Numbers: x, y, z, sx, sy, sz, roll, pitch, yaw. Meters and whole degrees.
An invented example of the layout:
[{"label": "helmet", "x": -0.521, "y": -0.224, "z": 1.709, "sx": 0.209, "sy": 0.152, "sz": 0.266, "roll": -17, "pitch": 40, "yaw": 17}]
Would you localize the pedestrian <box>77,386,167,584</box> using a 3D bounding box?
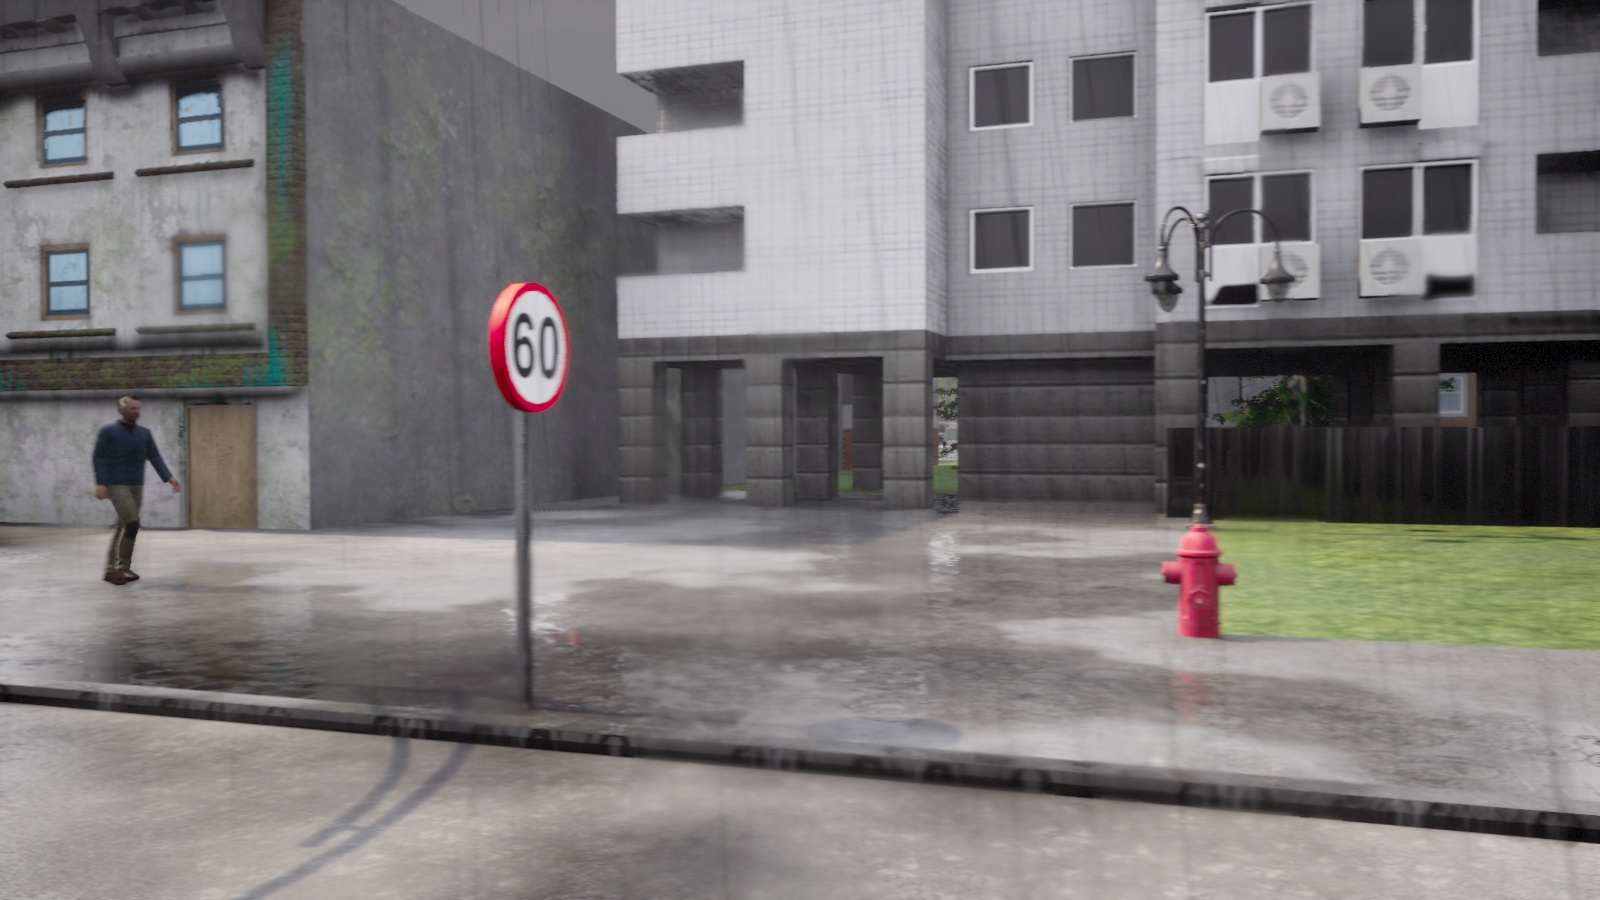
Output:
[{"label": "pedestrian", "x": -6.495, "y": 0.319, "z": 12.024, "sx": 0.726, "sy": 1.842, "sz": 0.402, "roll": 1, "pitch": 1, "yaw": 26}]
